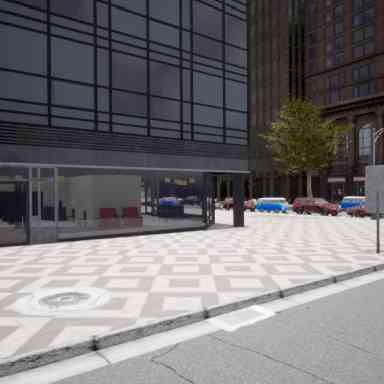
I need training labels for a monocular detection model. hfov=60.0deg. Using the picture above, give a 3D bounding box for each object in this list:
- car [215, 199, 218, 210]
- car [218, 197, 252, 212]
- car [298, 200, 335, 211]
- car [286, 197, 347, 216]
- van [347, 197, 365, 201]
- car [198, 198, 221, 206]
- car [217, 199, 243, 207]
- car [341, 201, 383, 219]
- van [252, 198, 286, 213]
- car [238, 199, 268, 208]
[{"bbox_3d":[2.899,1.915,48.336,2.008,1.369,4.403,-1,0,-35],"label":"car"},{"bbox_3d":[6.185,1.627,43.706,2.192,1.841,5.009,-1,0,-35],"label":"car"},{"bbox_3d":[16.424,1.736,44.025,1.947,1.339,4.313,-1,0,-35],"label":"car"},{"bbox_3d":[12.767,1.517,34.448,2.192,1.841,5.009,-1,0,-35],"label":"car"},{"bbox_3d":[19.710,1.456,39.396,1.690,1.788,3.998,-1,0,-35],"label":"van"},{"bbox_3d":[3.260,1.929,62.538,2.008,1.369,4.403,-1,0,-35],"label":"car"},{"bbox_3d":[6.551,1.872,57.910,1.887,1.381,4.507,-1,0,-35],"label":"car"},{"bbox_3d":[16.064,1.727,29.820,1.802,1.307,4.206,-1,0,-35],"label":"car"},{"bbox_3d":[9.476,1.599,39.077,1.690,1.788,3.998,-1,0,-35],"label":"van"},{"bbox_3d":[9.743,1.803,53.420,1.752,1.417,4.829,-1,0,-35],"label":"car"}]
